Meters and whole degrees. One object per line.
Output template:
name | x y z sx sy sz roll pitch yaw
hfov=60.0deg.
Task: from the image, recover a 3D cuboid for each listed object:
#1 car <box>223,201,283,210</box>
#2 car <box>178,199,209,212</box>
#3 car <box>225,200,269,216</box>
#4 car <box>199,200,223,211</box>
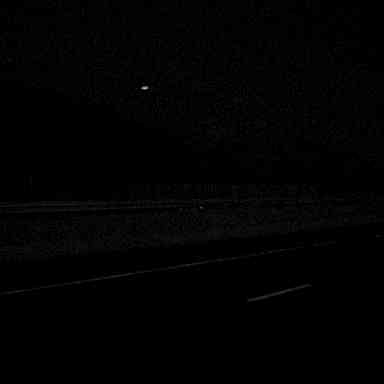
car | 5.008 1.476 24.750 5.008 1.535 1.882 0 0 -35
car | 0.817 1.491 33.756 4.902 1.511 2.128 0 0 -38
car | 5.643 1.564 33.787 4.181 1.385 1.994 0 0 -35
car | 3.041 1.563 27.645 4.181 1.385 1.994 0 0 -35
